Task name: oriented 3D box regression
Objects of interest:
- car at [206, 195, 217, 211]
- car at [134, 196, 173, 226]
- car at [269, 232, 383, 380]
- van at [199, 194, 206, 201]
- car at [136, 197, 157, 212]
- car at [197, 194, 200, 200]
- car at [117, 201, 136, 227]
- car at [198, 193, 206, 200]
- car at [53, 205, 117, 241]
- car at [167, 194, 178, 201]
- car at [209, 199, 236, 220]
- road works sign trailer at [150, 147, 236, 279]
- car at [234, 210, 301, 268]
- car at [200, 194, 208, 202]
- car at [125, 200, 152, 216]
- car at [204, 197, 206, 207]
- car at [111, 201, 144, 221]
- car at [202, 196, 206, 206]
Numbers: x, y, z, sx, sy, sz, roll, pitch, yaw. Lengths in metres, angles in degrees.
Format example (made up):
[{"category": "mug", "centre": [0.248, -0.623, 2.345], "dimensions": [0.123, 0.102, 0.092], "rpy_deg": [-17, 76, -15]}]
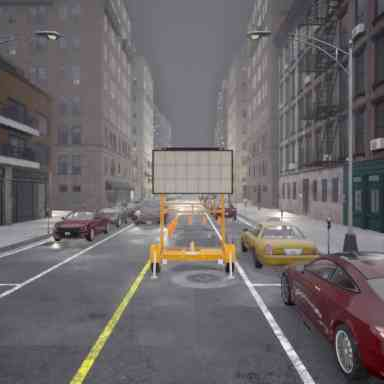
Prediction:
[{"category": "car", "centre": [2.706, 1.436, 33.595], "dimensions": [1.967, 1.590, 4.097], "rpy_deg": [0, 0, 0]}, {"category": "car", "centre": [-2.702, 1.350, 23.314], "dimensions": [2.097, 1.767, 4.553], "rpy_deg": [0, 0, 0]}, {"category": "car", "centre": [2.648, 1.582, 5.183], "dimensions": [1.802, 1.307, 4.206], "rpy_deg": [0, 0, 0]}, {"category": "van", "centre": [2.874, 1.324, 88.705], "dimensions": [1.690, 1.788, 3.998], "rpy_deg": [0, 0, 0]}, {"category": "car", "centre": [-5.307, 1.435, 39.293], "dimensions": [1.967, 1.590, 4.097], "rpy_deg": [0, 0, 0]}, {"category": "car", "centre": [2.860, 1.301, 77.698], "dimensions": [2.192, 1.841, 5.009], "rpy_deg": [0, 0, 0]}, {"category": "car", "centre": [-5.342, 1.549, 22.246], "dimensions": [2.008, 1.369, 4.403], "rpy_deg": [0, 0, 0]}, {"category": "car", "centre": [2.880, 1.296, 94.209], "dimensions": [2.192, 1.841, 5.009], "rpy_deg": [0, 0, 0]}, {"category": "car", "centre": [-5.354, 1.543, 16.564], "dimensions": [1.887, 1.381, 4.507], "rpy_deg": [0, 0, 0]}, {"category": "car", "centre": [-5.248, 1.299, 83.217], "dimensions": [2.192, 1.841, 5.009], "rpy_deg": [0, 0, 0]}, {"category": "car", "centre": [2.694, 1.542, 27.913], "dimensions": [1.887, 1.381, 4.507], "rpy_deg": [0, 0, 0]}, {"category": "road works sign trailer", "centre": [0.021, 0.464, 10.058], "dimensions": [2.380, 3.560, 2.880], "rpy_deg": [0, 0, 0]}, {"category": "car", "centre": [2.660, 1.525, 11.036], "dimensions": [1.752, 1.417, 4.829], "rpy_deg": [0, 0, 0]}, {"category": "car", "centre": [2.741, 1.308, 50.642], "dimensions": [2.192, 1.841, 5.009], "rpy_deg": [0, 0, 0]}, {"category": "car", "centre": [-5.319, 1.562, 33.611], "dimensions": [1.947, 1.339, 4.313], "rpy_deg": [0, 0, 0]}, {"category": "car", "centre": [2.718, 1.540, 39.277], "dimensions": [1.887, 1.381, 4.507], "rpy_deg": [0, 0, 0]}, {"category": "car", "centre": [-5.331, 1.542, 27.929], "dimensions": [1.887, 1.381, 4.507], "rpy_deg": [0, 0, 0]}, {"category": "car", "centre": [2.729, 1.545, 44.960], "dimensions": [2.008, 1.369, 4.403], "rpy_deg": [0, 0, 0]}]
